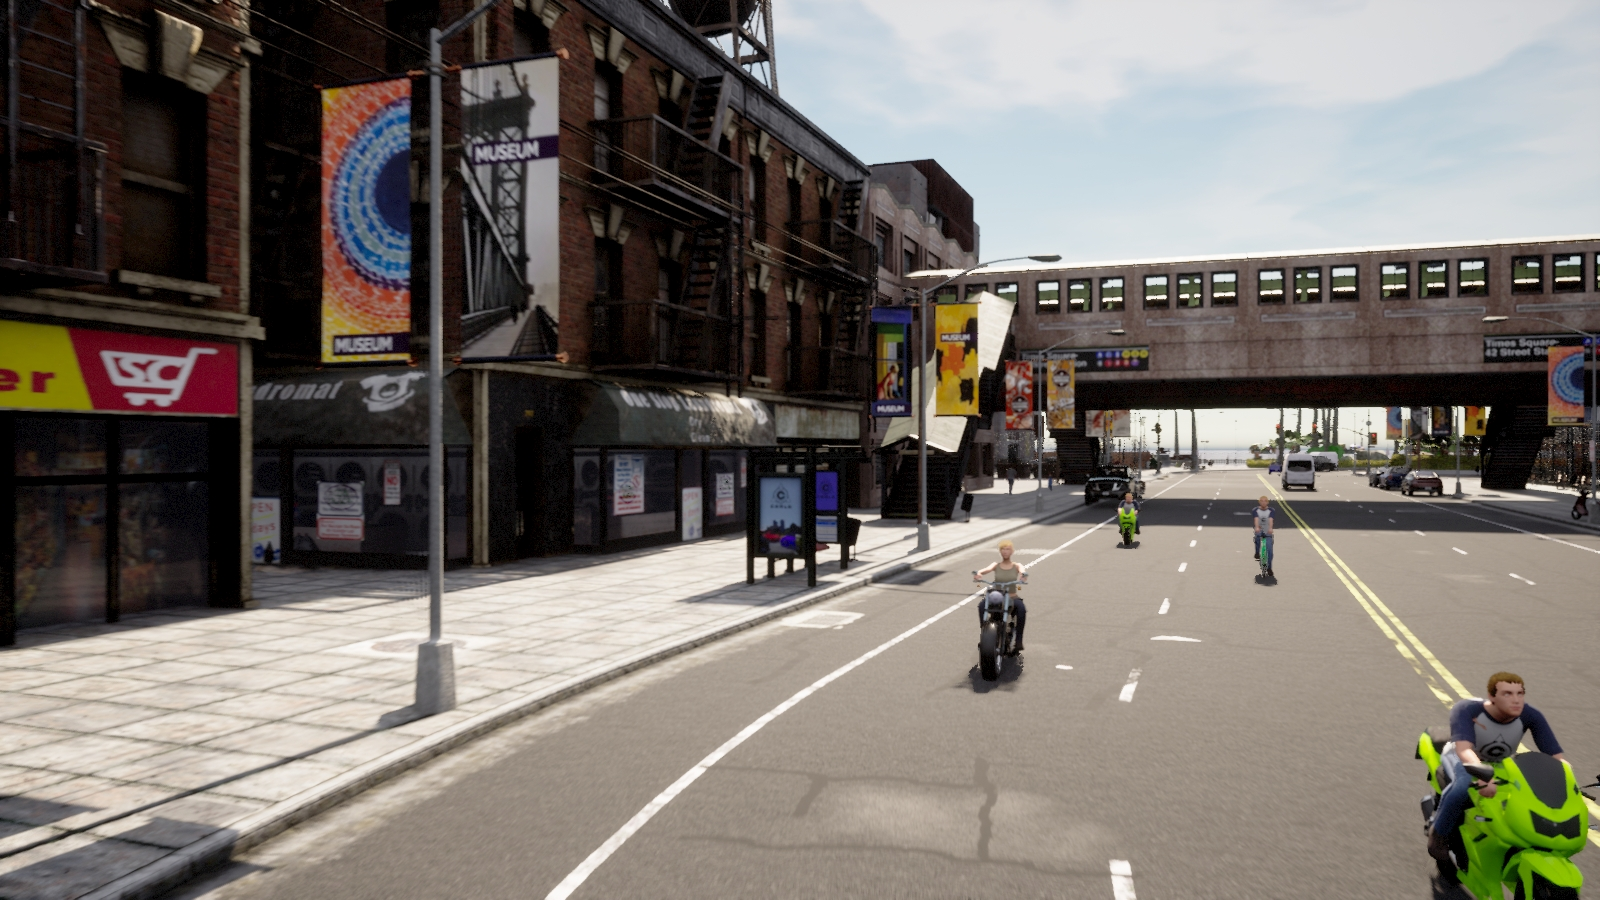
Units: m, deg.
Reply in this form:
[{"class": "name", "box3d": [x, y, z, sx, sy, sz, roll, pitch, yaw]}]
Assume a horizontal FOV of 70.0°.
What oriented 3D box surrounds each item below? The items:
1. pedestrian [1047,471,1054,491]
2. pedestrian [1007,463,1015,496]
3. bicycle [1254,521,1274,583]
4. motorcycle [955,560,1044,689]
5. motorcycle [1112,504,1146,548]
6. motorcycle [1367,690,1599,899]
[{"class": "pedestrian", "box3d": [16.044, 1.981, 73.143, 0.375, 1.300, 0.375, 0, 0, 27]}, {"class": "pedestrian", "box3d": [12.134, 1.701, 65.725, 0.375, 1.860, 0.375, 0, 0, 27]}, {"class": "bicycle", "box3d": [10.119, 2.209, 24.921, 0.373, 1.196, 1.643, 0, 0, 21]}, {"class": "motorcycle", "box3d": [2.603, 2.170, 14.696, 0.764, 1.277, 2.356, 0, 0, 19]}, {"class": "motorcycle", "box3d": [9.703, 2.215, 33.666, 0.803, 1.145, 2.033, 0, 0, 21]}, {"class": "motorcycle", "box3d": [4.077, 2.214, 6.713, 0.803, 1.145, 2.033, 1, 0, 11]}]
